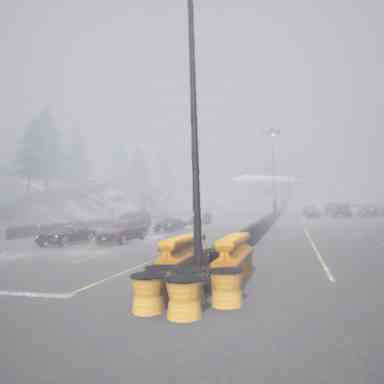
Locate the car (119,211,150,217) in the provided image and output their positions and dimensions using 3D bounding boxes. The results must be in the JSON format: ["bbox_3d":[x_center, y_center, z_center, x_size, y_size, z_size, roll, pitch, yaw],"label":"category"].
[{"bbox_3d":[-5.754,2.891,31.948,2.150,2.045,5.566,-3,-3,17],"label":"car"}]

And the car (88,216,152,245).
[{"bbox_3d":[-4.765,2.725,23.116,1.882,1.535,5.008,-3,-3,17],"label":"car"}]

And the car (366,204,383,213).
[{"bbox_3d":[31.140,2.810,56.621,1.812,1.442,4.674,-3,-2,17],"label":"car"}]

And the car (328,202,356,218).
[{"bbox_3d":[20.856,2.550,46.574,2.150,2.045,5.566,-3,-2,17],"label":"car"}]

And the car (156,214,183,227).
[{"bbox_3d":[-2.739,3.569,41.744,1.895,1.301,4.718,-3,-2,17],"label":"car"}]

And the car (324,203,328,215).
[{"bbox_3d":[23.795,2.770,56.556,2.150,2.045,5.566,-3,-2,17],"label":"car"}]

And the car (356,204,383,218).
[{"bbox_3d":[24.212,2.541,45.920,2.097,1.767,4.553,-3,-2,17],"label":"car"}]

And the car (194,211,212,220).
[{"bbox_3d":[1.902,3.980,56.630,1.895,1.301,4.718,-3,-2,17],"label":"car"}]

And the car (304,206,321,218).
[{"bbox_3d":[18.190,3.132,49.766,1.895,1.301,4.718,-3,-2,17],"label":"car"}]

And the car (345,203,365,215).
[{"bbox_3d":[27.131,2.747,55.490,2.097,1.767,4.553,-3,-2,17],"label":"car"}]

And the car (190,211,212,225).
[{"bbox_3d":[1.050,3.403,42.184,2.033,1.411,5.357,-3,-2,17],"label":"car"}]

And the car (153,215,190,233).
[{"bbox_3d":[-2.050,3.157,32.049,1.895,1.301,4.718,-3,-3,17],"label":"car"}]

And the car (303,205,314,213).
[{"bbox_3d":[21.060,3.091,59.543,2.097,1.767,4.553,-3,-2,17],"label":"car"}]

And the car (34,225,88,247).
[{"bbox_3d":[-8.479,2.957,22.886,1.895,1.301,4.718,-3,-3,17],"label":"car"}]
